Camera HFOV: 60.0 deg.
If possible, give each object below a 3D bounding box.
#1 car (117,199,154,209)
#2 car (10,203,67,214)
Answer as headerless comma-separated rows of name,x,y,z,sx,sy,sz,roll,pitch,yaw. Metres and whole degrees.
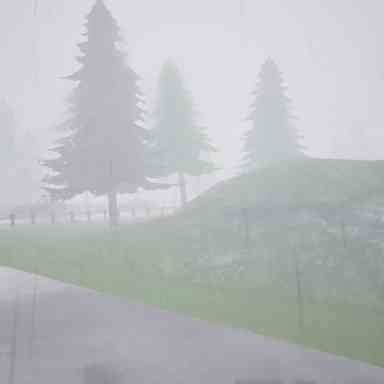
car,-6.503,1.467,38.300,4.181,1.385,1.994,0,0,-38
car,-14.214,1.386,31.038,2.128,1.511,4.902,0,0,44
